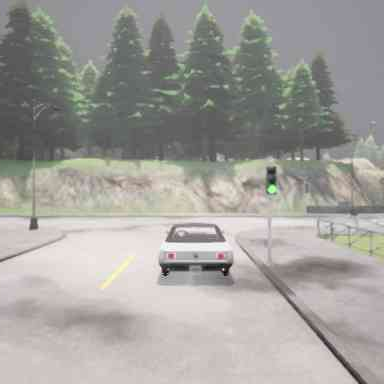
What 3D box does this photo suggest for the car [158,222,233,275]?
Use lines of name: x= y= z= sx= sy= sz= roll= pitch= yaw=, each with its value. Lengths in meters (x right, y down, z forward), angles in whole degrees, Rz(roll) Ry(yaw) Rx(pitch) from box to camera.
car: x=0.096 y=1.601 z=10.416 sx=1.895 sy=1.301 sz=4.718 roll=0 pitch=0 yaw=0
